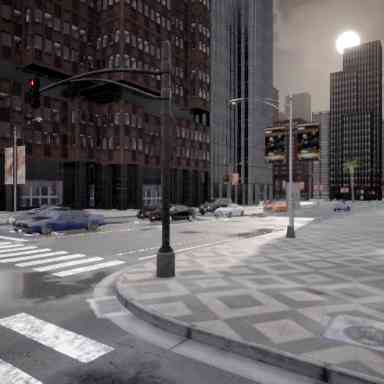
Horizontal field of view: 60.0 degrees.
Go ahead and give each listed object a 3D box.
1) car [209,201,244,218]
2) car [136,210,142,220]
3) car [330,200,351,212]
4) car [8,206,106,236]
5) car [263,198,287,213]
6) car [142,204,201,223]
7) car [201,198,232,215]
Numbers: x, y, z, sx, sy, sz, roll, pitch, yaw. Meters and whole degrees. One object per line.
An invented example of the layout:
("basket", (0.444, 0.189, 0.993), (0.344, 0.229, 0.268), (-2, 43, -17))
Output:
("car", (4.230, 2.024, 36.983), (1.812, 1.442, 4.674), (0, -1, 35))
("car", (-3.398, 1.932, 31.851), (1.994, 1.385, 4.181), (0, -1, 35))
("car", (24.254, 2.430, 53.675), (2.033, 1.411, 5.357), (0, -1, 34))
("car", (-7.734, 1.745, 20.094), (2.033, 1.411, 5.357), (0, -1, 35))
("car", (11.874, 2.043, 47.673), (2.097, 1.767, 4.553), (0, -1, 36))
("car", (-1.653, 1.828, 28.681), (1.882, 1.535, 5.008), (0, -1, 35))
("car", (3.112, 1.754, 41.020), (2.150, 2.045, 5.566), (0, -1, 35))
